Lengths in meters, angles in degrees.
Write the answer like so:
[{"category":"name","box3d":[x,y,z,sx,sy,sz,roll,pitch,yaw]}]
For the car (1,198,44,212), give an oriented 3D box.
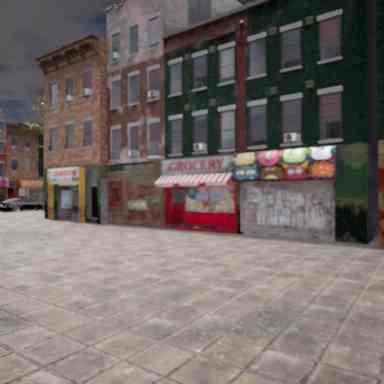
[{"category":"car","box3d":[-16.080,1.237,32.119,1.947,1.339,4.313,1,1,35]}]
